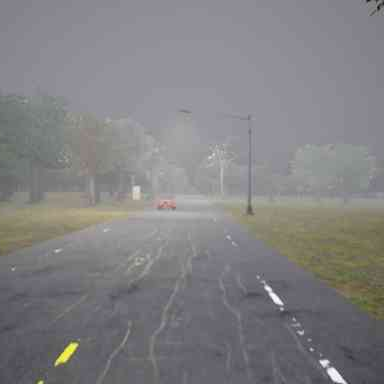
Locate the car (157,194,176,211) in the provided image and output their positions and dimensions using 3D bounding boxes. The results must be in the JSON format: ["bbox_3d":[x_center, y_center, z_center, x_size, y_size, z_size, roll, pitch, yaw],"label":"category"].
[{"bbox_3d":[-3.231,1.294,43.446,2.150,2.045,5.566,0,0,1],"label":"car"}]
